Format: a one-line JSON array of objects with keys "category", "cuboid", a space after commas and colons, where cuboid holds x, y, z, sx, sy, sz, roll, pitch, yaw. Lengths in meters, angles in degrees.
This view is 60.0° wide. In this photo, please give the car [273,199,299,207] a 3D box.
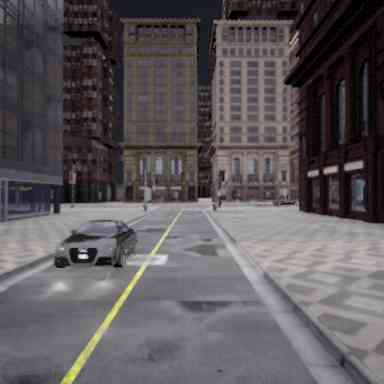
[{"category": "car", "cuboid": [16.801, 1.919, 59.442, 4.674, 1.442, 1.812, 0, -1, 0]}]

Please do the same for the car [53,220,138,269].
[{"category": "car", "cuboid": [-3.100, 1.664, 11.458, 1.994, 1.385, 4.181, 0, -1, 0]}]
